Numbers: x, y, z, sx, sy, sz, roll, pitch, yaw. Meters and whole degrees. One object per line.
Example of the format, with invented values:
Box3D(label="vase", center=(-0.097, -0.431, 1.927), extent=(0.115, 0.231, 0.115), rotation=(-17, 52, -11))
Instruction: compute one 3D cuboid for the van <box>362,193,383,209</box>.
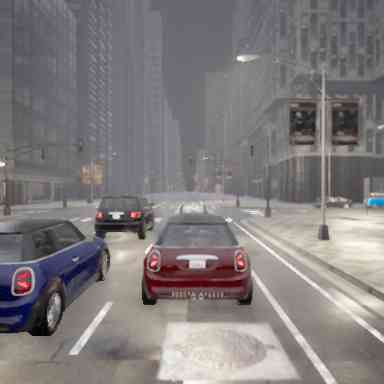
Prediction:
Box3D(label="van", center=(21.501, 1.021, 37.641), extent=(3.998, 1.788, 1.690), rotation=(0, 0, 0))

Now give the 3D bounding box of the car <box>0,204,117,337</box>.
Box3D(label="car", center=(-3.149, 1.303, 6.717), extent=(2.097, 1.767, 4.553), rotation=(0, 0, 0))

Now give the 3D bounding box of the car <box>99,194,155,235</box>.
Box3D(label="car", center=(-3.147, 1.103, 16.499), extent=(2.150, 2.045, 5.566), rotation=(0, 0, 0))

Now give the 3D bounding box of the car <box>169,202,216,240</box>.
Box3D(label="car", center=(0.093, 1.367, 17.288), extent=(2.128, 1.511, 4.902), rotation=(0, 0, 2))

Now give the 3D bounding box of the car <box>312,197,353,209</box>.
Box3D(label="car", center=(15.883, 1.242, 37.668), extent=(4.403, 1.369, 2.008), rotation=(0, 0, 0))

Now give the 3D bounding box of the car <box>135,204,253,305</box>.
Box3D(label="car", center=(0.101, 1.293, 8.076), extent=(2.097, 1.767, 4.553), rotation=(0, 0, 0))
